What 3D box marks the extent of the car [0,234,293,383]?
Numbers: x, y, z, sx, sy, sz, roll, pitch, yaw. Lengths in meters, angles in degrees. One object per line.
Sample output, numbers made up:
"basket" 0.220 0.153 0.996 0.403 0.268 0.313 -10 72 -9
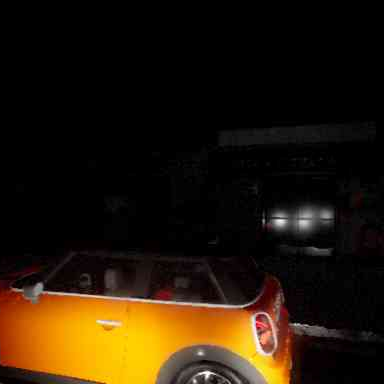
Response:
"car" -1.037 1.391 4.456 4.553 1.767 2.097 0 -1 18
